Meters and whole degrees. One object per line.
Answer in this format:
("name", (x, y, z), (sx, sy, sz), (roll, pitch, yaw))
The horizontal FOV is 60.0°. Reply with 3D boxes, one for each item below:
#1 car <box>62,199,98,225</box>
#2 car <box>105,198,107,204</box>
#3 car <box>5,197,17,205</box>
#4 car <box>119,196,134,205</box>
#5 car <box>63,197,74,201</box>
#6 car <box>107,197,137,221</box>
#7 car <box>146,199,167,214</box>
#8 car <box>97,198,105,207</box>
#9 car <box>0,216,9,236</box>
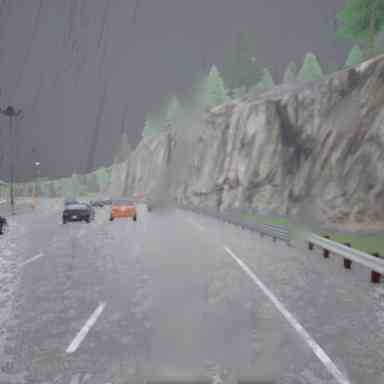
("car", (-8.799, 1.629, 26.101), (1.882, 1.535, 5.008), (0, 0, -10))
("car", (-16.417, 1.810, 64.223), (1.812, 1.442, 4.674), (-1, 0, -23))
("car", (-39.982, 1.910, 73.513), (2.097, 1.767, 4.553), (-1, 0, -25))
("car", (-12.869, 1.683, 64.621), (1.801, 1.575, 5.366), (-1, 0, -23))
("car", (-21.062, 1.712, 57.386), (2.097, 1.767, 4.553), (-1, 0, -22))
("car", (-5.852, 1.454, 28.602), (2.097, 1.767, 4.553), (-1, 0, -10))
("car", (-4.014, 1.578, 37.270), (1.837, 1.490, 4.892), (0, 0, -13))
("car", (-16.525, 1.886, 56.736), (1.895, 1.301, 4.718), (-1, 0, -22))
("car", (-11.142, 1.679, 17.017), (2.128, 1.511, 4.902), (-1, 0, -7))
